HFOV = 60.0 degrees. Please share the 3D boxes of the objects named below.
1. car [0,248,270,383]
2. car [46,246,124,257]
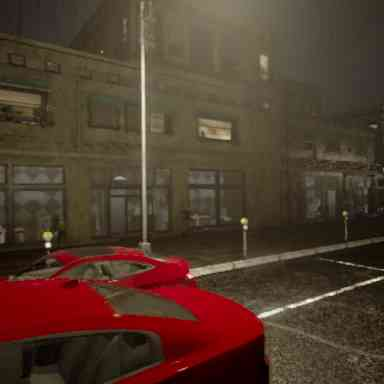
[{"bbox_3d":[-1.647,1.478,2.206,5.008,1.535,1.882,0,0,-35],"label":"car"},{"bbox_3d":[-1.845,1.577,5.245,4.206,1.307,1.802,0,0,-35],"label":"car"}]
